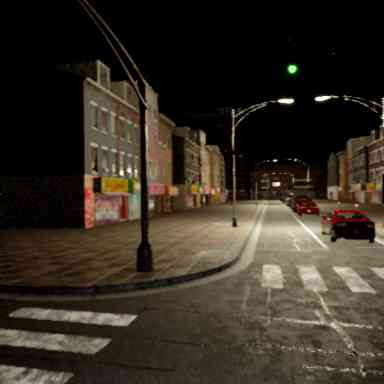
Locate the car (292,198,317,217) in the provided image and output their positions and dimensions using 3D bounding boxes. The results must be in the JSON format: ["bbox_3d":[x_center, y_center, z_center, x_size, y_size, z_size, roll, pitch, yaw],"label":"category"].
[{"bbox_3d":[10.925,1.544,31.548,1.887,1.381,4.507,-1,0,13],"label":"car"}]

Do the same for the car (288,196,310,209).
[{"bbox_3d":[12.167,1.329,36.843,2.192,1.841,5.009,-1,0,13],"label":"car"}]

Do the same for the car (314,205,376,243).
[{"bbox_3d":[7.195,1.506,15.669,1.887,1.381,4.507,-1,0,13],"label":"car"}]

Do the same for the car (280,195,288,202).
[{"bbox_3d":[23.363,1.654,84.482,1.967,1.590,4.097,-1,0,13],"label":"car"}]

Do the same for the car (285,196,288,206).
[{"bbox_3d":[14.657,1.632,47.428,1.802,1.307,4.206,-1,0,13],"label":"car"}]

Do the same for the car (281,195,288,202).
[{"bbox_3d":[17.144,1.641,58.015,2.008,1.369,4.403,-1,0,13],"label":"car"}]

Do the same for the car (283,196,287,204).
[{"bbox_3d":[15.901,1.651,52.721,1.802,1.307,4.206,-1,0,13],"label":"car"}]

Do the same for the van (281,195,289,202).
[{"bbox_3d":[22.118,1.528,79.190,1.690,1.788,3.998,-1,0,13],"label":"van"}]

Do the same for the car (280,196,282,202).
[{"bbox_3d":[19.632,1.702,68.601,1.947,1.339,4.313,-1,0,13],"label":"car"}]
